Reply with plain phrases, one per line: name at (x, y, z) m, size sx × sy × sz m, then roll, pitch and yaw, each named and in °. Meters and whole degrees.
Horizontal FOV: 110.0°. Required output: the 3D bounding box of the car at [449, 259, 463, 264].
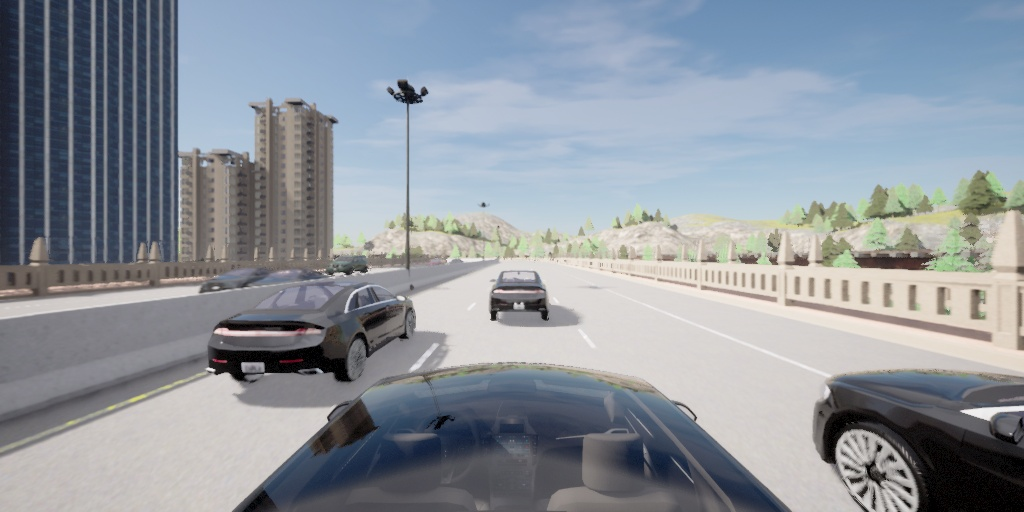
car at (-9.215, 1.209, 59.398) m, size 1.837 × 1.490 × 4.892 m, roll 0°, pitch 0°, yaw 2°

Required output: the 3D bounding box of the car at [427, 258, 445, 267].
car at (-12.702, 1.230, 59.796) m, size 1.812 × 1.442 × 4.674 m, roll 0°, pitch 0°, yaw 2°

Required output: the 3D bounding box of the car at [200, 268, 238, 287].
car at (-13.821, 1.296, 18.769) m, size 1.994 × 1.385 × 4.181 m, roll 0°, pitch 0°, yaw 1°

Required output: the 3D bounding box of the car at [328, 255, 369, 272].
car at (-16.845, 0.937, 37.049) m, size 2.150 × 2.045 × 5.566 m, roll 0°, pitch 0°, yaw 2°

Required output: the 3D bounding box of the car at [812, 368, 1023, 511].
car at (3.612, 1.243, 1.216) m, size 2.128 × 1.511 × 4.902 m, roll 0°, pitch 0°, yaw 0°

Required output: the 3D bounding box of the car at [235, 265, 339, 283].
car at (-10.366, 1.298, 16.990) m, size 1.994 × 1.385 × 4.181 m, roll 0°, pitch 0°, yaw 1°

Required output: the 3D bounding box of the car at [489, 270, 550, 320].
car at (0.250, 1.234, 12.604) m, size 2.128 × 1.511 × 4.902 m, roll 0°, pitch 0°, yaw 1°

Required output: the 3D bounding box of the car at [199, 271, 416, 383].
car at (-3.344, 1.236, 7.090) m, size 2.128 × 1.511 × 4.902 m, roll 0°, pitch 0°, yaw 1°
